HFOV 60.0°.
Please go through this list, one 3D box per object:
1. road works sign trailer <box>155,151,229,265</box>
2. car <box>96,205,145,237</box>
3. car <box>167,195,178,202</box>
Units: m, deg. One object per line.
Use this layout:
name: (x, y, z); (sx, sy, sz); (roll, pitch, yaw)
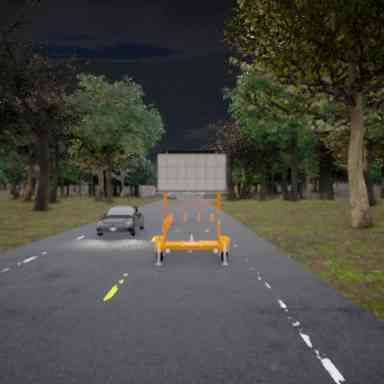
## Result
road works sign trailer: (-0.003, 0.399, 11.375); (2.380, 3.560, 2.880); (0, 0, 0)
car: (-3.602, 1.424, 17.527); (1.812, 1.442, 4.674); (0, 0, 0)
car: (-3.550, 1.195, 60.648); (1.895, 1.301, 4.718); (0, 0, 1)
